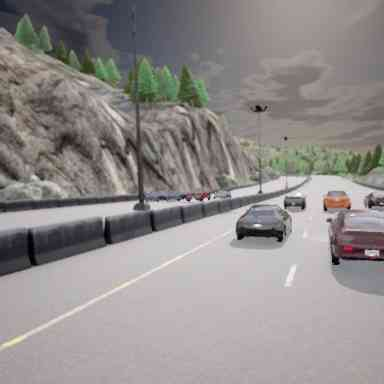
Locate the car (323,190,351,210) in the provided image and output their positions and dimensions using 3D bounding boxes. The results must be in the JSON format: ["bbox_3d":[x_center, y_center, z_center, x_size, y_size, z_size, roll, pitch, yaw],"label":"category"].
[{"bbox_3d":[12.783,0.639,29.473,2.097,1.767,4.553,-1,1,21],"label":"car"}]

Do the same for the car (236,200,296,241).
[{"bbox_3d":[3.330,1.252,14.979,1.994,1.385,4.181,-1,1,21],"label":"car"}]

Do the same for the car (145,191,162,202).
[{"bbox_3d":[-5.378,0.624,50.513,2.097,1.767,4.553,-1,1,21],"label":"car"}]

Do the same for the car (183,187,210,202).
[{"bbox_3d":[1.108,0.286,47.888,2.150,2.045,5.566,-1,1,21],"label":"car"}]

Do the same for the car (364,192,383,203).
[{"bbox_3d":[16.717,0.742,29.909,1.812,1.442,4.674,-1,1,21],"label":"car"}]

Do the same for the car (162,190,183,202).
[{"bbox_3d":[-2.123,0.454,49.230,2.097,1.767,4.553,-1,1,21],"label":"car"}]

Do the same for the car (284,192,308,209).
[{"bbox_3d":[9.825,0.789,31.511,2.128,1.511,4.902,-1,1,21],"label":"car"}]

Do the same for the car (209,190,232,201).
[{"bbox_3d":[4.379,0.453,46.637,1.812,1.442,4.674,-1,1,21],"label":"car"}]

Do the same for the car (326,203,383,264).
[{"bbox_3d":[5.225,1.266,10.234,1.812,1.442,4.674,-1,1,21],"label":"car"}]
